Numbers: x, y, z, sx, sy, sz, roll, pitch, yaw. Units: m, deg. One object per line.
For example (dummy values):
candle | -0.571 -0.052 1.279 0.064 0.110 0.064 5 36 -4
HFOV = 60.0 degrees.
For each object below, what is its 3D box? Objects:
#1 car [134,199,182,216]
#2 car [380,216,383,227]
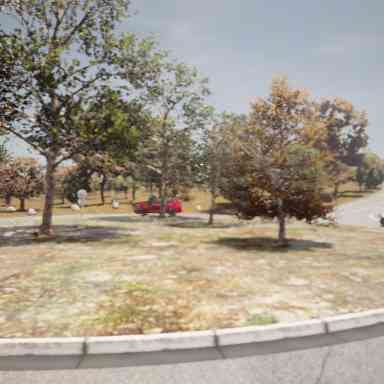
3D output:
car | -3.876 1.776 38.308 5.566 2.045 2.150 1 -1 -3
car | 15.233 1.865 23.156 1.812 1.442 4.674 0 -2 -7
